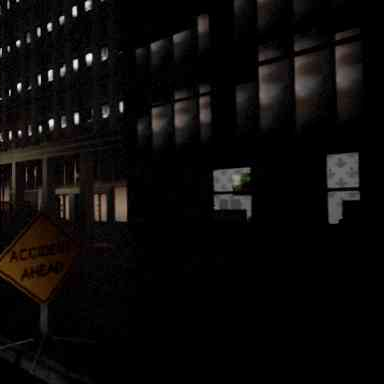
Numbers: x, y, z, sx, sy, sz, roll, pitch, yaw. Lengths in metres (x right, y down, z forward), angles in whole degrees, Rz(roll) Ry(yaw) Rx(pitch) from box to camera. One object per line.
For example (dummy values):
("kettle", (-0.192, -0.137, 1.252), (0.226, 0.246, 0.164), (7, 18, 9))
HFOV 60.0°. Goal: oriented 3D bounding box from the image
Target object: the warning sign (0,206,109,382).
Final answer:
("warning sign", (-2.012, 1.159, 4.485), (1.060, 1.860, 1.300), (-2, 0, 35))
